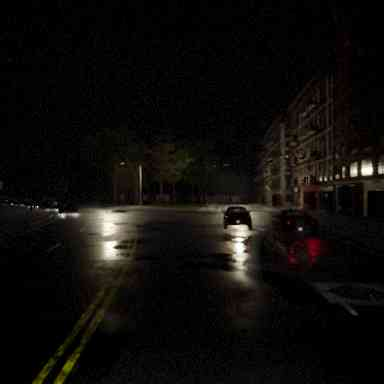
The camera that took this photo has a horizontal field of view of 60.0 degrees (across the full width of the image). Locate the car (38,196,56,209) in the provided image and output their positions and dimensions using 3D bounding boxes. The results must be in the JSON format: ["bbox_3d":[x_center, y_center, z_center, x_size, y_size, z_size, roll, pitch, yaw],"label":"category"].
[{"bbox_3d":[-25.662,1.934,60.207,2.150,2.045,5.566,0,0,-35],"label":"car"}]

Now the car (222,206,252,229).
[{"bbox_3d":[3.127,1.725,23.273,1.812,1.442,4.674,0,-1,5],"label":"car"}]

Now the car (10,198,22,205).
[{"bbox_3d":[-44.164,2.349,84.667,2.097,1.767,4.553,0,0,-37],"label":"car"}]

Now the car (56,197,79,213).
[{"bbox_3d":[-16.994,1.763,45.661,2.150,2.045,5.566,-1,0,-26],"label":"car"}]

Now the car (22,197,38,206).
[{"bbox_3d":[-35.034,2.357,72.649,1.837,1.490,4.892,0,0,-37],"label":"car"}]

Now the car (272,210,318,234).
[{"bbox_3d":[6.128,1.754,20.357,1.895,1.301,4.718,0,-1,5],"label":"car"}]
